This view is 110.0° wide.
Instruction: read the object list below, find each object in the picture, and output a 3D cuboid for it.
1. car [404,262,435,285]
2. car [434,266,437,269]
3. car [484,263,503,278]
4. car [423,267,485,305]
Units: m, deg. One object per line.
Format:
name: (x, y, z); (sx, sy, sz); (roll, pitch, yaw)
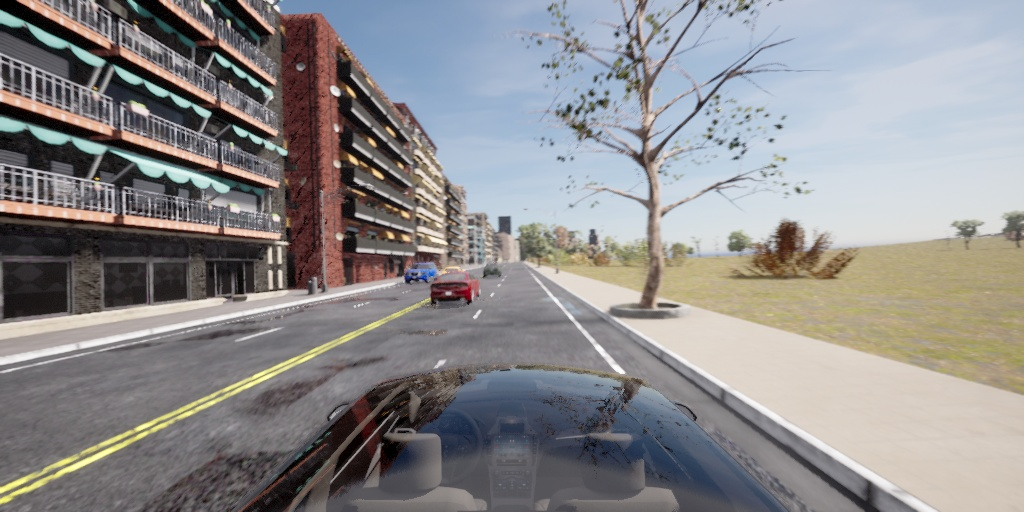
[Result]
car: (-9.074, 1.700, 36.255); (2.150, 2.045, 5.566); (-2, -1, 1)
car: (-5.839, 1.806, 35.189); (1.882, 1.535, 5.008); (-2, -1, 1)
car: (-2.261, 1.606, 43.084); (2.097, 1.767, 4.553); (-2, -1, 1)
car: (-2.733, 1.506, 18.118); (1.882, 1.535, 5.008); (-2, -1, 1)
